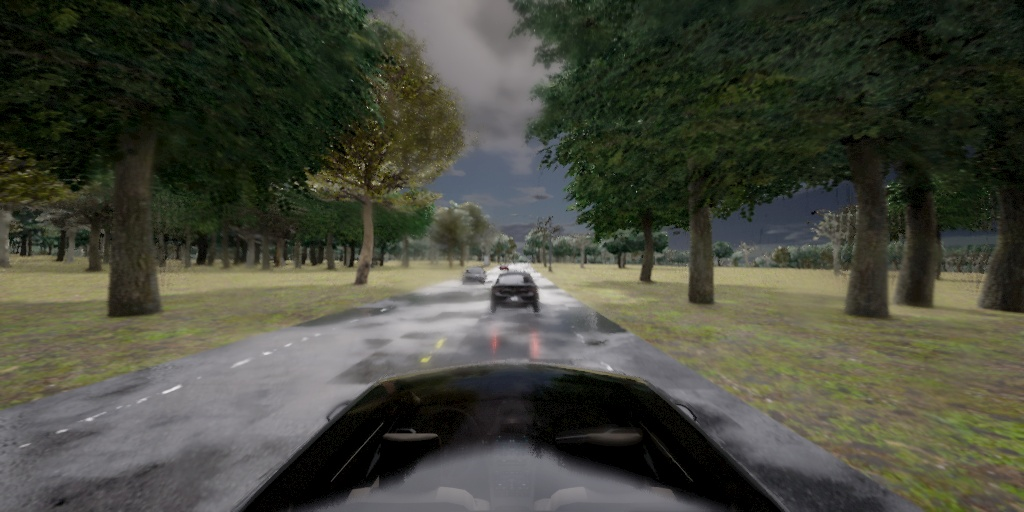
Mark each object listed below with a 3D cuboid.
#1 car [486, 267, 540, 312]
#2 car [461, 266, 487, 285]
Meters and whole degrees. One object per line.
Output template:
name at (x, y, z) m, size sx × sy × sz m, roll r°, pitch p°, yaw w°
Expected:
car at (0.153, 1.424, 15.356) m, size 1.882 × 1.535 × 5.008 m, roll 0°, pitch -1°, yaw 1°
car at (-3.213, 1.684, 31.045) m, size 1.837 × 1.490 × 4.892 m, roll 0°, pitch 0°, yaw 0°
